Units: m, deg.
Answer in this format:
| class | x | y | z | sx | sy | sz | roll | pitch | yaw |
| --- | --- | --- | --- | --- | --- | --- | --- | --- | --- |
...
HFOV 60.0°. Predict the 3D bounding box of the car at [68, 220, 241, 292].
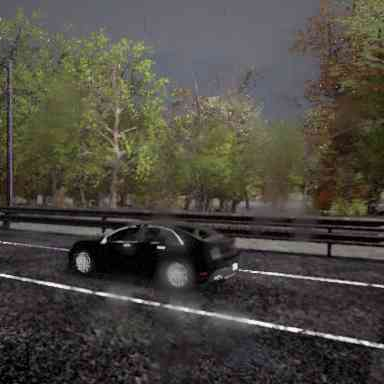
| class | x | y | z | sx | sy | sz | roll | pitch | yaw |
| --- | --- | --- | --- | --- | --- | --- | --- | --- | --- |
| car | -1.141 | 1.517 | 8.883 | 4.892 | 1.490 | 1.837 | 0 | 0 | 28 |
